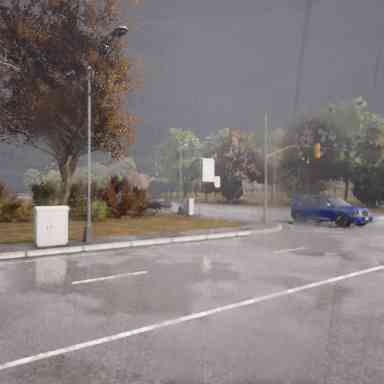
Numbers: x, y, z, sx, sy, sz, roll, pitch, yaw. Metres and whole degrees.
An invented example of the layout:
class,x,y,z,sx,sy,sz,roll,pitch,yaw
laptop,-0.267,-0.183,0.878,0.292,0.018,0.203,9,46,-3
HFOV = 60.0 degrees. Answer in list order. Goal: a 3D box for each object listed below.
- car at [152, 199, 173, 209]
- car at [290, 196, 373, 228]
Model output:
class,x,y,z,sx,sy,sz,roll,pitch,yaw
car,-4.583,1.599,45.304,2.033,1.411,5.357,0,0,-33
car,9.442,1.312,23.092,2.150,2.045,5.566,0,0,-32
